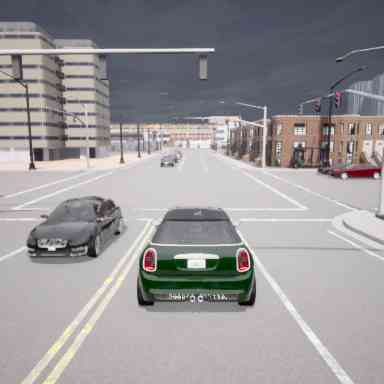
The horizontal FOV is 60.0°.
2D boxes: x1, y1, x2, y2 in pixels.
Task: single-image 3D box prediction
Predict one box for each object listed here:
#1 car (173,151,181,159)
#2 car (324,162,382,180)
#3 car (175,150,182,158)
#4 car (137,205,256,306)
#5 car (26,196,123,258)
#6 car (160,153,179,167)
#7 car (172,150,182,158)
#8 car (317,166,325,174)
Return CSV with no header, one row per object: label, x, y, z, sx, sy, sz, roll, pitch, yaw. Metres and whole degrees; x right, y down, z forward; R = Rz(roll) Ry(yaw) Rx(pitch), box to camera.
car,-3.482,-5.930,58.207,1.882,1.535,5.008,0,9,0
car,16.036,-2.065,32.300,5.008,1.535,1.882,0,8,0
car,-3.398,-7.269,67.501,1.812,1.442,4.674,0,8,1
car,0.088,1.074,7.671,2.097,1.767,4.553,0,4,0
car,-3.548,0.979,10.886,1.837,1.490,4.892,0,5,1
car,-3.531,-4.521,48.870,2.128,1.511,4.902,0,8,1
car,-3.370,-8.943,77.551,2.097,1.767,4.553,0,8,0
car,16.381,-2.514,35.779,5.357,1.411,2.033,0,8,0
